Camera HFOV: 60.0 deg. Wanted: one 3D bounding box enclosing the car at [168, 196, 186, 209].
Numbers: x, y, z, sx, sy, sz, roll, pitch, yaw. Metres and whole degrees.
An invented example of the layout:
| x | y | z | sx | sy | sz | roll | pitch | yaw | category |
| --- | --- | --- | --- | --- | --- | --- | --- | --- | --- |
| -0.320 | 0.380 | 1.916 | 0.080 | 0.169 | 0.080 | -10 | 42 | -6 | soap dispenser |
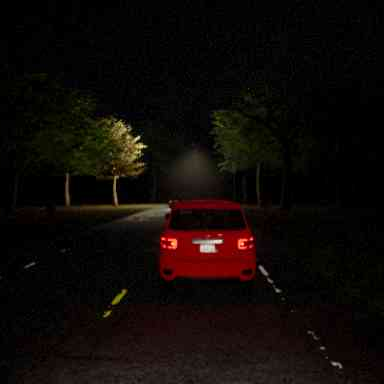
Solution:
| x | y | z | sx | sy | sz | roll | pitch | yaw | category |
| --- | --- | --- | --- | --- | --- | --- | --- | --- | --- |
| -2.095 | 1.418 | 47.189 | 2.097 | 1.767 | 4.553 | 0 | 0 | 2 | car |

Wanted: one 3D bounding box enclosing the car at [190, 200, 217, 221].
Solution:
| x | y | z | sx | sy | sz | roll | pitch | yaw | category |
| --- | --- | --- | --- | --- | --- | --- | --- | --- | --- |
| 0.954 | 1.468 | 28.268 | 2.128 | 1.511 | 4.902 | 0 | 0 | 1 | car |

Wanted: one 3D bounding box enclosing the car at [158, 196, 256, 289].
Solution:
| x | y | z | sx | sy | sz | roll | pitch | yaw | category |
| --- | --- | --- | --- | --- | --- | --- | --- | --- | --- |
| 0.373 | 1.212 | 9.295 | 2.150 | 2.045 | 5.566 | 0 | 0 | 1 | car |
